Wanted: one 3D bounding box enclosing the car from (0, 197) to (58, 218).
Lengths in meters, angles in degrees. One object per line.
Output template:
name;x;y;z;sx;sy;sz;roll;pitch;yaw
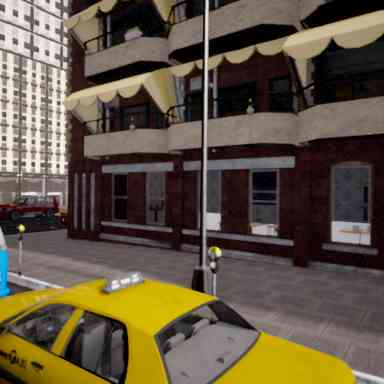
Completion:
car;-13.757;1.318;28.117;2.192;1.841;5.009;1;0;36

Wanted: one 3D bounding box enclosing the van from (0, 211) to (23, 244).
van;-5.324;1.333;6.661;3.998;1.788;1.690;0;1;36

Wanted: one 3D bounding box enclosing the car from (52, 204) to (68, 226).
car;-6.970;1.671;23.206;1.887;1.381;4.507;1;0;36

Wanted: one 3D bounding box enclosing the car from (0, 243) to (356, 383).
car;-0.902;1.523;3.507;4.829;1.417;1.752;0;1;36
